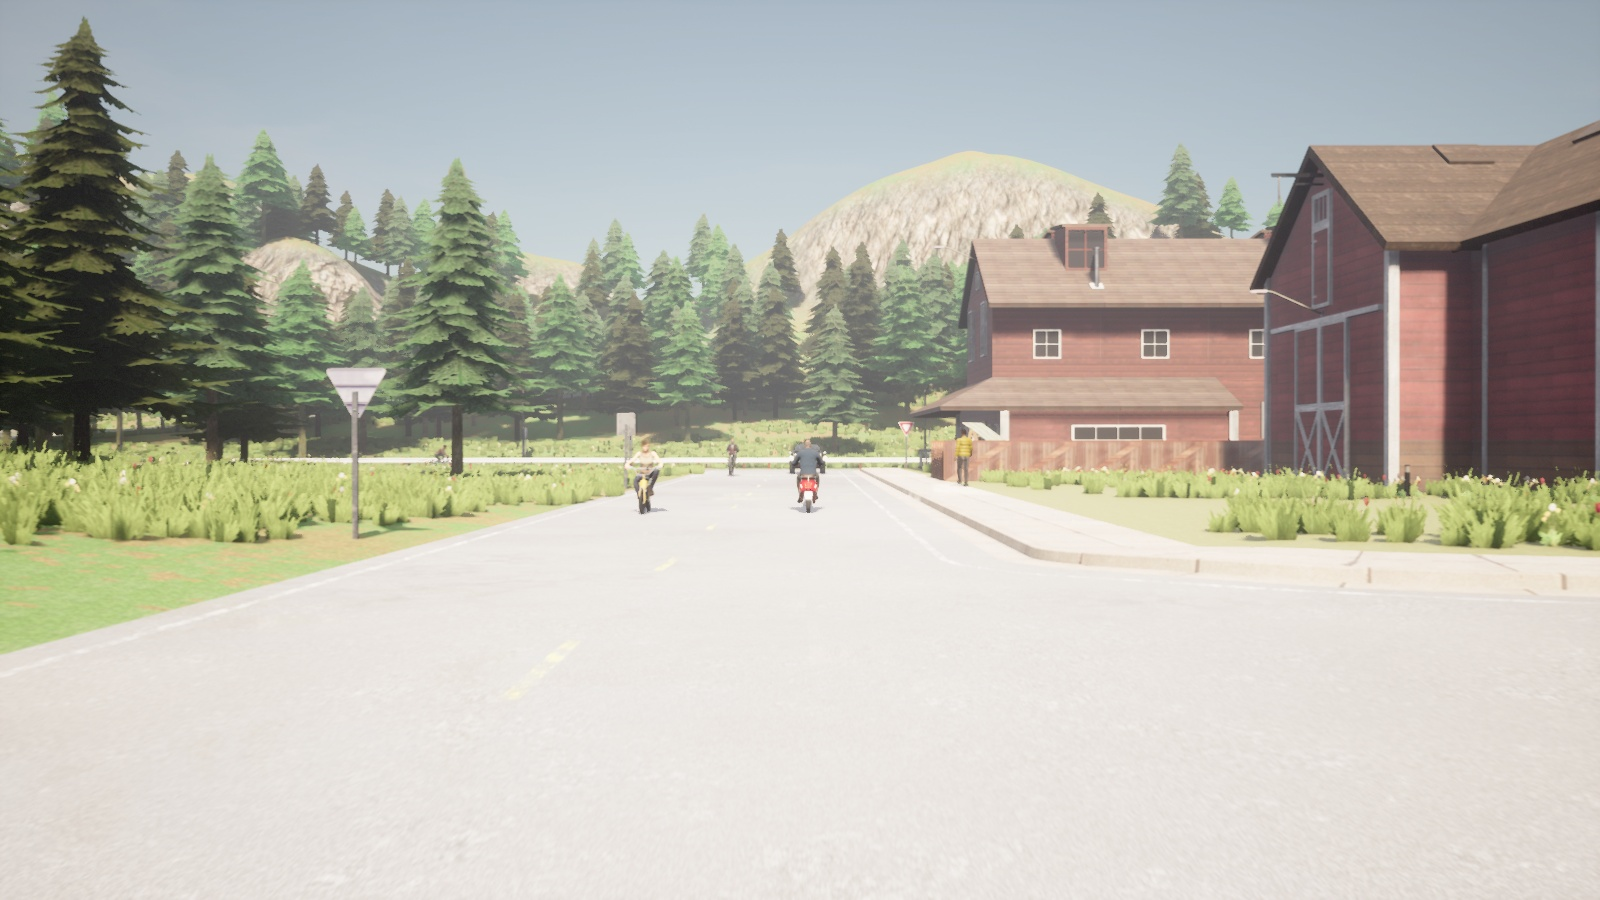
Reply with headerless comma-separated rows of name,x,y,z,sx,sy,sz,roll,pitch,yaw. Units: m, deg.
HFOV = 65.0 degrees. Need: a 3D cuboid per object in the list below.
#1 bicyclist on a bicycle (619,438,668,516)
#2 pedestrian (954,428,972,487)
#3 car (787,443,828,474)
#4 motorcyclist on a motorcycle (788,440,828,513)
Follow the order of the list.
bicyclist on a bicycle,-3.338,0.562,26.904,0.866,1.612,1.509,0,0,0
pedestrian,5.108,0.233,39.297,0.431,1.840,0.709,0,0,-4
car,0.381,0.411,64.286,2.007,1.525,4.514,0,0,0
motorcyclist on a motorcycle,0.182,0.577,28.124,0.866,1.590,1.817,0,0,0
